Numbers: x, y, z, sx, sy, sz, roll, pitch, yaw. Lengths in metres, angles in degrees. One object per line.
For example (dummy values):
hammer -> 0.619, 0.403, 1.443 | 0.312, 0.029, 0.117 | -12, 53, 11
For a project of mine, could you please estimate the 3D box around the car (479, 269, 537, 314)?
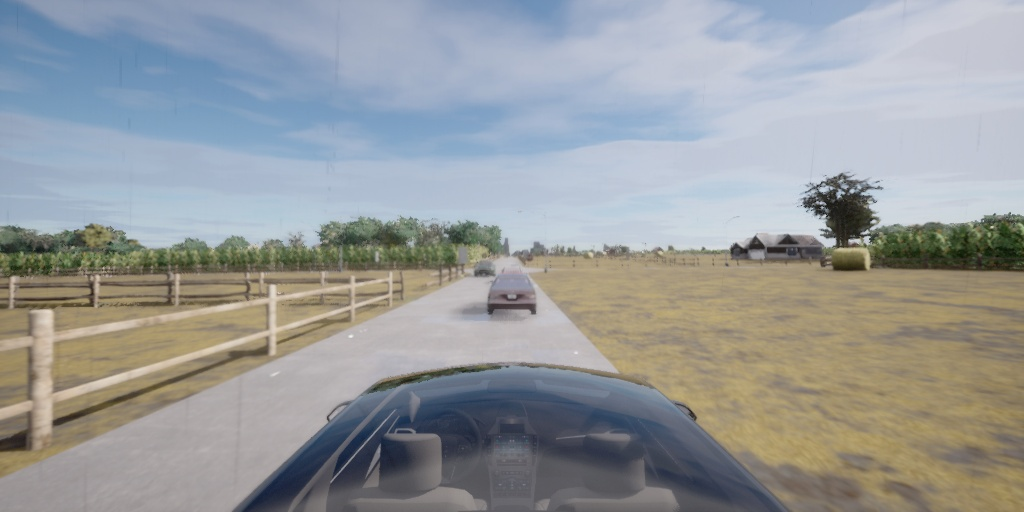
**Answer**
car -> 0.011, 1.402, 14.376 | 2.033, 1.411, 5.357 | 0, 0, 0

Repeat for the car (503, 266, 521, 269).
car -> 0.016, 1.510, 30.095 | 1.895, 1.301, 4.718 | 0, 0, 0

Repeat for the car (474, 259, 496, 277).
car -> -2.771, 1.238, 37.476 | 2.097, 1.767, 4.553 | 0, 0, 0
